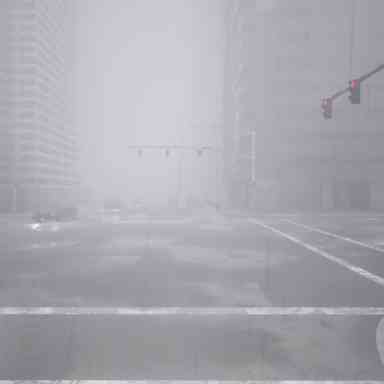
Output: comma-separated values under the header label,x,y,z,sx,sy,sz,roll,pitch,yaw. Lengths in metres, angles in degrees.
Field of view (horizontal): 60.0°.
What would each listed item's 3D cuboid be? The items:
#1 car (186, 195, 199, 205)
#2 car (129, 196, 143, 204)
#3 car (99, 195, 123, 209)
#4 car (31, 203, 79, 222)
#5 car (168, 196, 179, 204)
label,x,y,z,sx,sy,sz,roll,pitch,yaw
car,0.074,1.348,58.095,2.097,1.767,4.553,0,0,0
car,-10.529,1.548,63.298,1.812,1.442,4.674,0,0,0
car,-10.616,1.501,44.657,1.837,1.490,4.892,0,0,0
car,-10.612,1.546,26.276,2.033,1.411,5.357,0,0,0
car,-3.529,1.487,63.182,2.128,1.511,4.902,0,0,0
